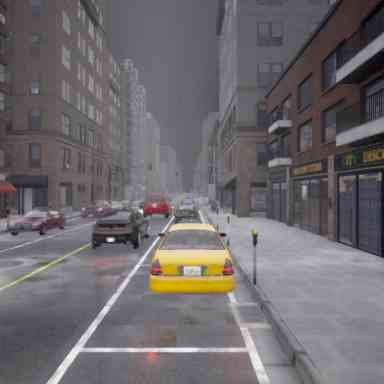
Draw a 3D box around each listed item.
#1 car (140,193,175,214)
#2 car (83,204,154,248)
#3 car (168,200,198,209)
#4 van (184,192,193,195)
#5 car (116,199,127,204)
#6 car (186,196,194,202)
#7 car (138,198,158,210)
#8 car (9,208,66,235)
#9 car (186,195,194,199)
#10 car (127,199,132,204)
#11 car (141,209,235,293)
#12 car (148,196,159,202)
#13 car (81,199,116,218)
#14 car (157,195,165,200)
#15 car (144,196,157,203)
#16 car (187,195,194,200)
[{"bbox_3d":[-3.020,1.217,29.497,2.150,2.045,5.566,0,0,0],"label":"car"},{"bbox_3d":[-3.015,1.508,14.784,1.837,1.490,4.892,0,0,0],"label":"car"},{"bbox_3d":[-0.383,1.551,24.063,2.008,1.369,4.403,0,0,0],"label":"car"},{"bbox_3d":[-0.383,1.339,67.702,1.690,1.788,3.998,0,0,0],"label":"van"},{"bbox_3d":[-8.408,1.525,34.923,1.752,1.417,4.829,0,0,0],"label":"car"},{"bbox_3d":[-0.383,1.579,79.064,1.802,1.307,4.206,0,0,0],"label":"car"},{"bbox_3d":[-5.771,1.547,44.238,2.033,1.411,5.357,0,0,0],"label":"car"},{"bbox_3d":[-8.408,1.582,18.538,1.802,1.307,4.206,0,0,0],"label":"car"},{"bbox_3d":[-0.383,1.440,35.101,1.967,1.590,4.097,0,0,0],"label":"car"},{"bbox_3d":[-8.408,1.551,40.611,2.008,1.369,4.403,0,0,0],"label":"car"},{"bbox_3d":[0.005,1.457,8.840,1.801,1.575,5.366,0,0,0],"label":"car"},{"bbox_3d":[-8.408,1.543,73.374,1.887,1.381,4.507,0,0,0],"label":"car"},{"bbox_3d":[-8.408,1.440,29.575,1.967,1.590,4.097,0,0,0],"label":"car"},{"bbox_3d":[-8.408,1.519,90.251,1.752,1.417,4.829,0,0,0],"label":"car"},{"bbox_3d":[-8.408,1.549,67.693,2.008,1.369,4.403,0,0,0],"label":"car"},{"bbox_3d":[-0.383,1.575,90.427,1.802,1.307,4.206,0,0,0],"label":"car"}]
